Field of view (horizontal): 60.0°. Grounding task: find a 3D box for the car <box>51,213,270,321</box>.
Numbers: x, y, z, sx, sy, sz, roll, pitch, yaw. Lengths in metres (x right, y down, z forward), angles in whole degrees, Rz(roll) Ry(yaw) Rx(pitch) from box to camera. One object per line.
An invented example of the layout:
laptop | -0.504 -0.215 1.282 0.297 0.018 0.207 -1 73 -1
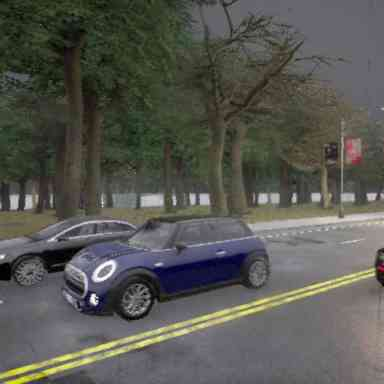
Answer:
car | -0.414 1.328 7.383 4.553 1.767 2.097 0 0 -36

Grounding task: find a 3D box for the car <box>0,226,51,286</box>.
car | -3.144 1.474 9.429 4.902 1.511 2.128 0 0 -36

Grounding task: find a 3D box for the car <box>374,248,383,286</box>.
car | 6.040 1.470 7.758 4.674 1.442 1.812 0 0 -36
